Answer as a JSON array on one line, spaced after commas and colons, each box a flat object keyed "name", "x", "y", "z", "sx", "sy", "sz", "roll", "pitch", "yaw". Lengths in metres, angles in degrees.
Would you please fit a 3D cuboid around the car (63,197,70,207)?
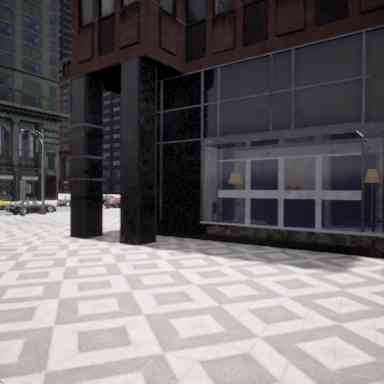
[{"name": "car", "x": -15.884, "y": 1.217, "z": 44.421, "sx": 2.008, "sy": 1.369, "sz": 4.403, "roll": 1, "pitch": 2, "yaw": 36}]

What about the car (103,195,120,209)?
[{"name": "car", "x": -8.645, "y": 1.311, "z": 39.888, "sx": 1.802, "sy": 1.307, "sz": 4.206, "roll": 1, "pitch": 2, "yaw": 36}]

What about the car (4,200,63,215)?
[{"name": "car", "x": -14.903, "y": 1.408, "z": 31.141, "sx": 2.008, "sy": 1.369, "sz": 4.403, "roll": 1, "pitch": 1, "yaw": 36}]

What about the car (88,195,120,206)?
[{"name": "car", "x": -12.857, "y": 1.168, "z": 48.651, "sx": 1.947, "sy": 1.339, "sz": 4.313, "roll": 1, "pitch": 2, "yaw": 36}]

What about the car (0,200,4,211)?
[{"name": "car", "x": -18.033, "y": 1.485, "z": 26.767, "sx": 1.947, "sy": 1.339, "sz": 4.313, "roll": 1, "pitch": 1, "yaw": 36}]
